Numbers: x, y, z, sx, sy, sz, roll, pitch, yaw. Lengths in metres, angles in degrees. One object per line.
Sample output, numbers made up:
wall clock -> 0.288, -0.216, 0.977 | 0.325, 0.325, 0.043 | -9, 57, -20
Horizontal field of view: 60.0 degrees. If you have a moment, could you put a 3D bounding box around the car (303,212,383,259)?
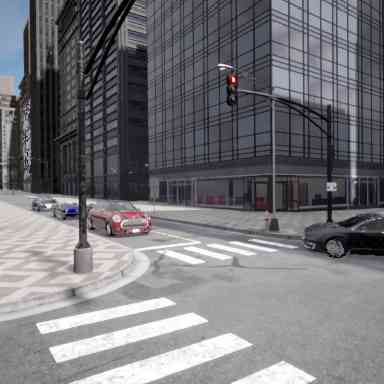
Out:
car -> 6.342, 1.442, 11.306 | 4.892, 1.490, 1.837 | 1, 3, 14

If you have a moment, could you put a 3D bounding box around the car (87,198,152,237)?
car -> -3.933, 1.234, 17.692 | 2.097, 1.767, 4.553 | -1, 1, -34

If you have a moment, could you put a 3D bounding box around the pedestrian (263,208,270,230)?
pedestrian -> 3.892, 1.374, 17.276 | 0.500, 1.100, 0.500 | 0, 0, -34

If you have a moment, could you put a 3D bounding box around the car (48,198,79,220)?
car -> -9.607, 1.390, 26.075 | 1.895, 1.301, 4.718 | -1, 1, -34

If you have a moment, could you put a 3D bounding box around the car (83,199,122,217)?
car -> -7.989, 1.337, 29.384 | 1.895, 1.301, 4.718 | -1, 1, -34

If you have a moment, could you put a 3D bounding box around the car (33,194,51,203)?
car -> -23.772, 0.996, 52.651 | 1.994, 1.385, 4.181 | -1, 1, -34

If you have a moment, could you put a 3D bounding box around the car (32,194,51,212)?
car -> -15.425, 1.180, 34.669 | 2.128, 1.511, 4.902 | -1, 1, -34
